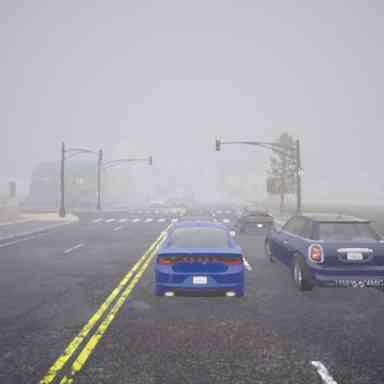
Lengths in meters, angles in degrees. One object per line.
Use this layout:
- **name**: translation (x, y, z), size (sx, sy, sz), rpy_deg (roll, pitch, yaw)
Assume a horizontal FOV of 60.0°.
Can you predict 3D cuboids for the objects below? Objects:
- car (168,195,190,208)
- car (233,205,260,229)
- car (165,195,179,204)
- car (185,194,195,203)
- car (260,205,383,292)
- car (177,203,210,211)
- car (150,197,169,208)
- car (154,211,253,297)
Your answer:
- **car**: translation (-1.864, 1.562, 50.507), size (2.128, 1.511, 4.902), rpy_deg (0, 0, 3)
- **car**: translation (3.613, 1.517, 19.873), size (1.837, 1.490, 4.892), rpy_deg (0, 0, 1)
- **car**: translation (-3.967, 1.471, 67.169), size (2.097, 1.767, 4.553), rpy_deg (0, 0, 5)
- **car**: translation (-0.529, 1.342, 69.351), size (2.150, 2.045, 5.566), rpy_deg (0, 0, 4)
- **car**: translation (3.426, 1.357, 9.066), size (2.097, 1.767, 4.553), rpy_deg (0, 0, 1)
- **car**: translation (0.322, 1.559, 18.441), size (2.033, 1.411, 5.357), rpy_deg (0, 0, 1)
- **car**: translation (-5.127, 1.599, 50.368), size (1.812, 1.442, 4.674), rpy_deg (0, 0, 4)
- **car**: translation (0.168, 1.481, 8.628), size (1.882, 1.535, 5.008), rpy_deg (0, 0, 0)
